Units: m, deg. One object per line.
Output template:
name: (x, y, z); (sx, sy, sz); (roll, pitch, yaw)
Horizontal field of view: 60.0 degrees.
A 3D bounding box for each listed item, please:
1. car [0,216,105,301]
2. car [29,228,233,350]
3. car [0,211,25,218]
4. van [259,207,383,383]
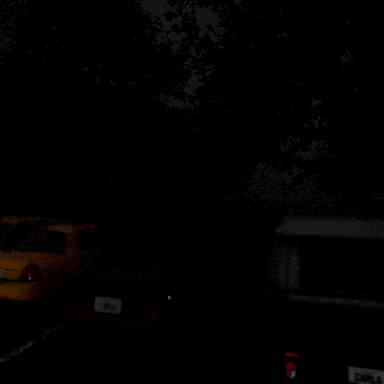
car: (-2.798, 1.431, 8.290); (1.946, 1.575, 5.366); (0, 0, 15)
car: (-0.431, 1.486, 6.417); (2.163, 1.488, 4.792); (0, 0, 15)
car: (-5.315, 1.401, 9.654); (1.946, 1.575, 5.366); (1, 0, 15)
van: (2.002, 1.254, 4.782); (1.878, 1.987, 4.442); (0, 0, 16)
